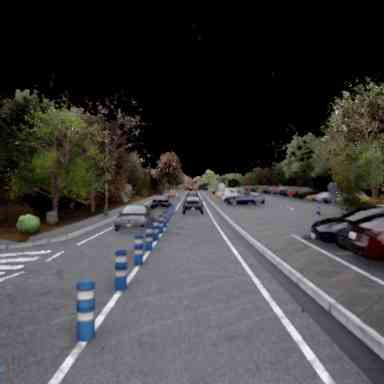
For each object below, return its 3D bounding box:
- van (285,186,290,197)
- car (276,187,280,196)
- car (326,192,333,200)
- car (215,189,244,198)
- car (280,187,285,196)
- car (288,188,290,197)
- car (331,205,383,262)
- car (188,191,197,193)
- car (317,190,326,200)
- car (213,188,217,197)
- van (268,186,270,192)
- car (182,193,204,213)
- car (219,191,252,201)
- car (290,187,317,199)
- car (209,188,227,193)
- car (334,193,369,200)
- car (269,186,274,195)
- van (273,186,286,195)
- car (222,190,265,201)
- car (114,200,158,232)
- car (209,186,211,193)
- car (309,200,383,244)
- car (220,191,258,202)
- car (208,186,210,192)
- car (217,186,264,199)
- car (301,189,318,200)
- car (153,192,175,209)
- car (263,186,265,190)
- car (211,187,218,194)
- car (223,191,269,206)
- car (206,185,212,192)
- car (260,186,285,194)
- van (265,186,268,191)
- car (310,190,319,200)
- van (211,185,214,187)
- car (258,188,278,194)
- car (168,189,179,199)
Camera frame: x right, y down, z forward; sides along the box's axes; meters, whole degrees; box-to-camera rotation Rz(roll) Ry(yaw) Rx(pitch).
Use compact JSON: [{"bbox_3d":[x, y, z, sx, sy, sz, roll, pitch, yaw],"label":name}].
[{"bbox_3d":[20.141,0.090,61.259,4.442,1.987,1.878,0,2,0],"label":"van"},{"bbox_3d":[20.097,0.184,66.676,4.792,1.488,2.163,0,2,0],"label":"car"},{"bbox_3d":[19.899,0.827,41.885,4.553,1.767,2.185,0,2,0],"label":"car"},{"bbox_3d":[7.152,0.233,64.064,5.366,1.575,1.946,0,2,0],"label":"car"},{"bbox_3d":[20.076,0.260,64.038,4.792,1.488,2.163,0,2,0],"label":"car"},{"bbox_3d":[19.973,0.438,58.376,4.792,1.488,2.163,0,2,0],"label":"car"},{"bbox_3d":[6.814,1.257,9.269,4.792,1.488,2.163,0,1,1],"label":"car"},{"bbox_3d":[0.096,0.575,51.960,2.128,1.511,4.902,0,2,0],"label":"car"},{"bbox_3d":[19.860,0.894,44.535,4.792,1.488,2.163,0,2,0],"label":"car"},{"bbox_3d":[6.714,0.500,55.746,5.366,1.575,1.946,0,2,0],"label":"car"},{"bbox_3d":[20.252,-0.281,74.973,4.442,1.987,1.878,0,1,0],"label":"van"},{"bbox_3d":[0.089,1.155,31.855,1.837,1.490,4.892,0,2,0],"label":"car"},{"bbox_3d":[6.883,0.595,52.970,4.892,1.521,2.231,0,2,0],"label":"car"},{"bbox_3d":[20.007,0.249,55.599,5.566,2.045,2.435,0,2,0],"label":"car"},{"bbox_3d":[7.185,-0.456,91.810,4.892,1.521,2.231,0,1,0],"label":"car"},{"bbox_3d":[19.840,1.043,39.120,5.008,1.535,2.097,0,2,0],"label":"car"},{"bbox_3d":[20.118,0.012,72.211,5.008,1.535,2.097,0,1,0],"label":"car"},{"bbox_3d":[19.982,-0.143,69.421,4.442,1.987,1.878,0,2,0],"label":"van"},{"bbox_3d":[6.815,0.868,44.646,5.008,1.535,2.097,0,2,0],"label":"car"},{"bbox_3d":[-3.356,1.471,19.970,1.812,1.442,4.674,0,1,0],"label":"car"},{"bbox_3d":[7.050,-0.091,77.935,4.792,1.488,2.163,0,1,0],"label":"car"},{"bbox_3d":[6.780,1.186,12.053,4.792,1.488,2.163,0,1,1],"label":"car"},{"bbox_3d":[7.040,0.682,50.194,5.366,1.575,1.946,0,2,0],"label":"car"},{"bbox_3d":[7.095,-0.226,83.485,4.792,1.488,2.163,0,1,0],"label":"car"},{"bbox_3d":[6.860,0.526,47.412,5.566,2.045,2.435,0,2,0],"label":"car"},{"bbox_3d":[19.748,0.679,50.072,5.366,1.575,1.946,0,2,0],"label":"car"},{"bbox_3d":[-3.358,1.056,36.835,2.033,1.411,5.357,0,2,0],"label":"car"},{"bbox_3d":[20.152,-0.441,80.512,5.566,2.045,2.435,0,1,0],"label":"car"},{"bbox_3d":[6.760,0.315,61.416,5.366,1.575,1.946,0,2,0],"label":"car"},{"bbox_3d":[6.758,0.989,41.873,4.792,1.488,2.163,0,2,0],"label":"car"},{"bbox_3d":[6.961,-0.326,86.261,5.366,1.575,1.946,0,1,0],"label":"car"},{"bbox_3d":[20.174,-0.508,83.281,5.566,2.045,2.435,0,1,0],"label":"car"},{"bbox_3d":[20.041,-0.348,77.745,4.442,1.987,1.878,0,1,0],"label":"van"},{"bbox_3d":[19.909,0.814,47.303,4.674,1.452,2.002,0,2,0],"label":"car"},{"bbox_3d":[7.173,-0.279,75.152,4.442,1.987,1.878,0,1,0],"label":"van"},{"bbox_3d":[20.242,-0.391,88.827,5.008,1.535,2.097,0,1,0],"label":"car"},{"bbox_3d":[-3.247,0.333,56.754,2.097,1.767,4.553,0,2,0],"label":"car"}]
